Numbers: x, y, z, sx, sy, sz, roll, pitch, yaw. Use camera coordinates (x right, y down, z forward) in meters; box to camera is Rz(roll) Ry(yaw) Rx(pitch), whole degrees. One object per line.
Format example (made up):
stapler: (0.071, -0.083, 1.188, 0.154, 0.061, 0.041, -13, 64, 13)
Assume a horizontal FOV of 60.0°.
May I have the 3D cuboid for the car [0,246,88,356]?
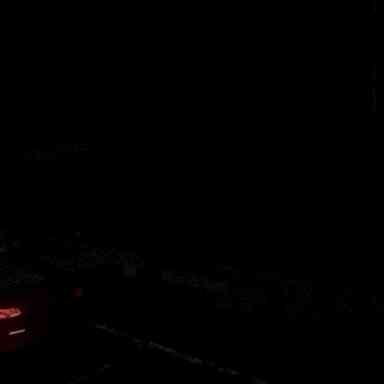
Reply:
car: (-3.476, 1.581, 5.532, 4.206, 1.307, 1.802, 0, 0, 35)
